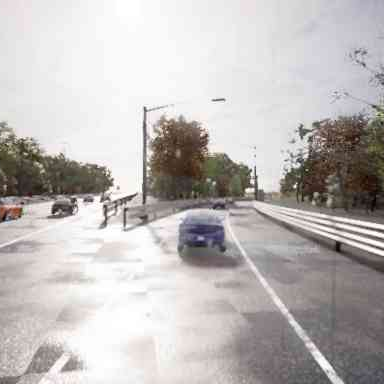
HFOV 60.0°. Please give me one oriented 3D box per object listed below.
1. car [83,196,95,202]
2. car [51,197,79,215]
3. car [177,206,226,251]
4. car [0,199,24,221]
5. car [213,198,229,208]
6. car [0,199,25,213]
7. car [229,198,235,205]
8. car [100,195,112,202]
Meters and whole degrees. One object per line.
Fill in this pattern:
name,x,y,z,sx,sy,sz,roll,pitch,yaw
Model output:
car,-22.173,1.529,71.733,1.994,1.385,4.181,0,0,-9
car,-12.422,1.467,32.734,1.837,1.490,4.892,0,-1,-9
car,0.440,1.577,14.685,1.882,1.535,5.008,0,-1,3
car,-14.931,1.295,26.125,2.097,1.767,4.553,0,0,-9
car,4.332,1.868,51.518,1.837,1.490,4.892,0,-1,9
car,-20.081,1.498,36.386,1.994,1.385,4.181,0,0,-9
car,8.058,2.029,71.036,2.033,1.411,5.357,0,0,14
car,-18.739,1.348,72.439,2.097,1.767,4.553,0,0,-9
